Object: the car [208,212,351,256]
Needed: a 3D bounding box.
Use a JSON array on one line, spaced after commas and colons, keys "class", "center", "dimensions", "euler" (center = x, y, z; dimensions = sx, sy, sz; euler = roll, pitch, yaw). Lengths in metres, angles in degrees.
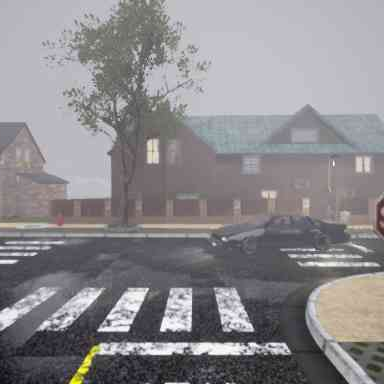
[{"class": "car", "center": [3.394, 1.525, 12.939], "dimensions": [5.357, 1.411, 2.033], "euler": [0, 1, -14]}]
